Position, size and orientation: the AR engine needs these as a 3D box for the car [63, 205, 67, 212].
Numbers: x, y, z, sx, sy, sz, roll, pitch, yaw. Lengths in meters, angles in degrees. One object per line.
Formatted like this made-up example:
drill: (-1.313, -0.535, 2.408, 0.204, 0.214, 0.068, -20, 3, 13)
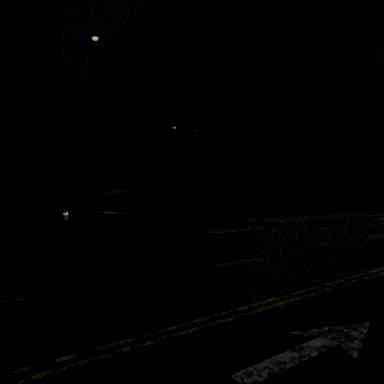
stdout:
car: (-22.262, 2.647, 55.444, 1.837, 1.490, 4.892, -1, -1, -35)
